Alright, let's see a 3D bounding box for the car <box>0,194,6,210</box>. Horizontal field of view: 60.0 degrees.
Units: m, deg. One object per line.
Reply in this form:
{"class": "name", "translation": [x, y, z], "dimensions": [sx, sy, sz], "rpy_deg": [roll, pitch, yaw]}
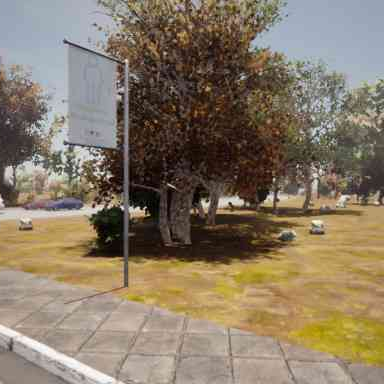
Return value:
{"class": "car", "translation": [-21.415, 1.216, 32.591], "dimensions": [2.150, 2.045, 5.566], "rpy_deg": [0, 0, 39]}

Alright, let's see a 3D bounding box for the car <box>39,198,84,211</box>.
{"class": "car", "translation": [-15.397, 1.510, 40.152], "dimensions": [1.812, 1.442, 4.674], "rpy_deg": [0, 0, 38]}

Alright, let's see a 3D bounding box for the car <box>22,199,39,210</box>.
{"class": "car", "translation": [-18.843, 1.550, 41.432], "dimensions": [1.994, 1.385, 4.181], "rpy_deg": [0, 0, 39]}
